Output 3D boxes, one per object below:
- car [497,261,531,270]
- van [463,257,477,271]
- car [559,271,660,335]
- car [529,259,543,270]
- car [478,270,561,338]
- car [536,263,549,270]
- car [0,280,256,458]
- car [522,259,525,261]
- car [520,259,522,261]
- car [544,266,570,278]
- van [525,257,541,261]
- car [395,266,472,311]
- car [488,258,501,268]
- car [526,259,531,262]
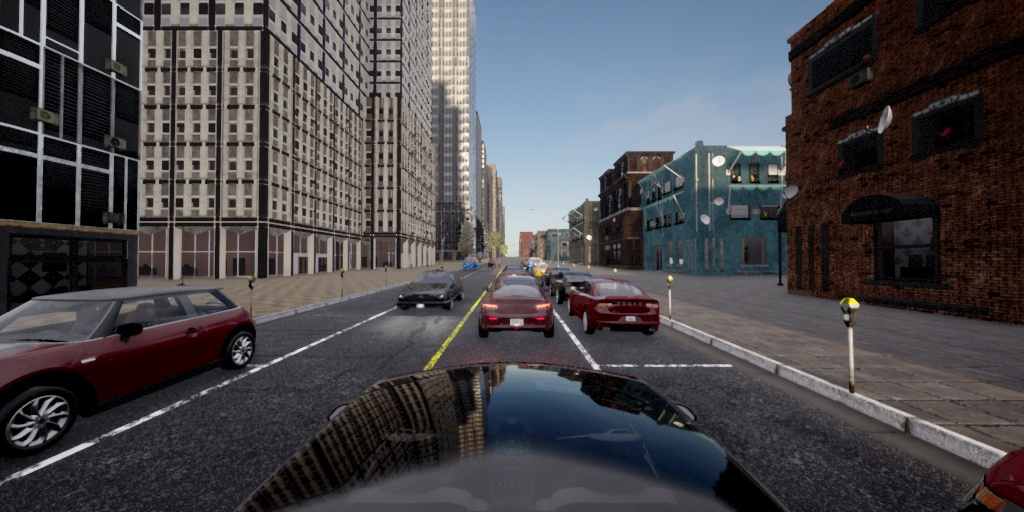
[{"bbox_3d":[0.129,1.313,26.867,1.994,1.385,4.181,0,0,0],"label":"car"},{"bbox_3d":[-5.641,1.084,48.418,1.690,1.789,3.998,0,0,0],"label":"van"},{"bbox_3d":[2.700,1.296,10.398,1.888,1.381,4.507,0,0,0],"label":"car"},{"bbox_3d":[2.723,1.273,32.149,1.751,1.417,4.829,0,0,0],"label":"car"},{"bbox_3d":[0.106,1.277,10.111,1.812,1.442,4.674,0,0,0],"label":"car"},{"bbox_3d":[2.711,1.315,21.488,1.948,1.339,4.313,0,0,0],"label":"car"},{"bbox_3d":[-5.687,1.190,4.857,1.967,1.591,4.097,0,0,0],"label":"car"},{"bbox_3d":[2.739,1.183,48.413,1.967,1.591,4.097,0,0,0],"label":"car"},{"bbox_3d":[2.745,1.056,53.891,2.192,1.841,5.009,0,0,0],"label":"car"},{"bbox_3d":[2.705,1.316,15.944,1.948,1.339,4.313,0,0,0],"label":"car"},{"bbox_3d":[2.734,1.086,42.935,1.690,1.789,3.998,0,0,0],"label":"van"},{"bbox_3d":[-3.088,1.298,14.757,2.033,1.411,5.357,0,0,0],"label":"car"},{"bbox_3d":[-2.940,1.109,60.367,2.097,1.767,4.553,0,0,0],"label":"car"},{"bbox_3d":[2.728,1.297,37.457,2.007,1.370,4.403,0,0,0],"label":"car"}]
